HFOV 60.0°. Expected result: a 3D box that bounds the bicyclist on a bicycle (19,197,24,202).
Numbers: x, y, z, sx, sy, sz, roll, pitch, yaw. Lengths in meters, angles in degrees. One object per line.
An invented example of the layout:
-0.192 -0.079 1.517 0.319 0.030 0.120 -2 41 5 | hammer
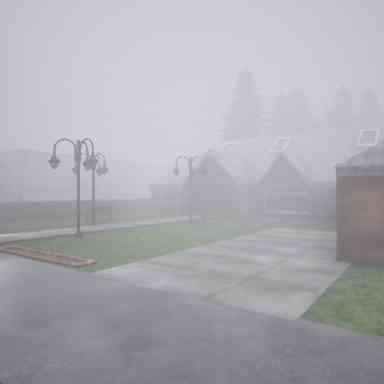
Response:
-16.827 1.338 32.840 1.656 1.620 0.582 0 0 35 | bicyclist on a bicycle
